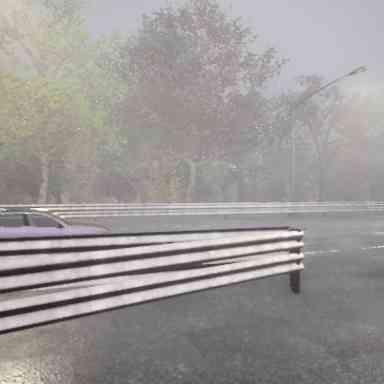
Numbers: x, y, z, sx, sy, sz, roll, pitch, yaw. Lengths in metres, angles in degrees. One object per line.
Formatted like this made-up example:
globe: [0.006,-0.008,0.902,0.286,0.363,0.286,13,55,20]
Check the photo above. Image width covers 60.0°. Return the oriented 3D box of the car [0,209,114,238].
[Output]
car: [-4.909,1.346,10.461,4.856,1.649,2.033,0,0,-22]
